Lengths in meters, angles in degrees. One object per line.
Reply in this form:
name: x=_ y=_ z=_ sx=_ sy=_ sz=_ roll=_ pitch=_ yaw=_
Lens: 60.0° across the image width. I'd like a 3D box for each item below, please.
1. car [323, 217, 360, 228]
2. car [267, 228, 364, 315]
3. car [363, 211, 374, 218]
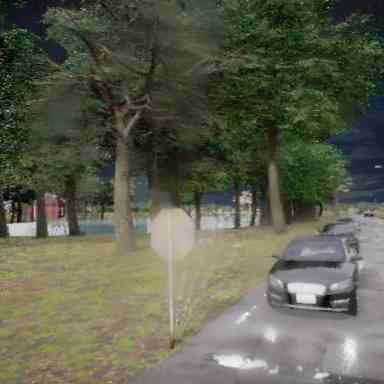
car: x=7.902 y=2.337 z=17.804 sx=1.882 sy=1.535 sz=5.008 roll=-4 pitch=-4 yaw=26
car: x=3.335 y=1.938 z=8.748 sx=2.128 sy=1.511 sz=4.902 roll=-4 pitch=-4 yaw=27
car: x=40.476 y=5.161 z=76.066 sx=1.882 sy=1.535 sz=5.008 roll=-4 pitch=-5 yaw=27
